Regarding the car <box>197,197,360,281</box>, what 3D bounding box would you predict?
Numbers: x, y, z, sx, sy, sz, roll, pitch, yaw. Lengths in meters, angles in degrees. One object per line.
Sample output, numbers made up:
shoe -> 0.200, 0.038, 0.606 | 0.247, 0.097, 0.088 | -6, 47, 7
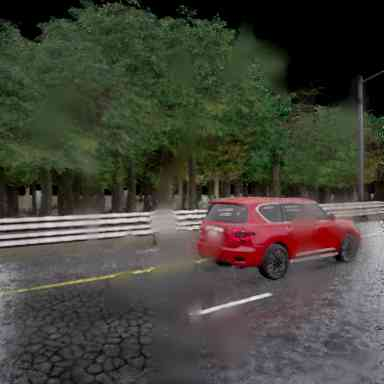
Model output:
car -> 2.741, 1.174, 9.986 | 5.566, 2.045, 2.150 | 0, 0, -35
